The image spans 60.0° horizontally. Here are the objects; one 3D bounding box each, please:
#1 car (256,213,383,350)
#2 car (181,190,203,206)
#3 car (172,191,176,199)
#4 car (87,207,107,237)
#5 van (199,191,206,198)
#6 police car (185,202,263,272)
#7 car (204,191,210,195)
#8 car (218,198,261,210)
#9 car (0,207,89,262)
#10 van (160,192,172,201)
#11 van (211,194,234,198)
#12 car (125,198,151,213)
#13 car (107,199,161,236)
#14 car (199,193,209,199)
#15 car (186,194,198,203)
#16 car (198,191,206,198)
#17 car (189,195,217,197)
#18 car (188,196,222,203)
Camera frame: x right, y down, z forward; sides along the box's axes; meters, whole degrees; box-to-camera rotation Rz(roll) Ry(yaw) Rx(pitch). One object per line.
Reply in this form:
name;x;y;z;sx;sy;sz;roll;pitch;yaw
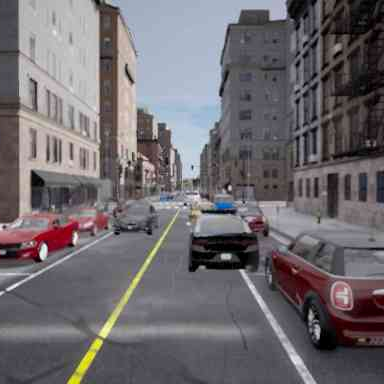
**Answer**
car;2.637;1.392;6.167;1.967;1.590;4.097;0;0;0
car;0.016;0.860;45.951;2.150;2.045;5.566;0;0;0
car;-5.384;0.969;76.500;1.947;1.339;4.313;0;0;0
car;-5.384;1.450;17.192;1.802;1.307;4.206;0;0;0
van;2.714;0.658;87.309;1.690;1.788;3.998;0;0;0
police car;0.827;1.344;10.648;1.930;1.638;5.238;0;0;0
car;2.646;1.056;33.721;2.192;1.841;5.009;0;0;0
car;2.641;1.309;17.189;1.967;1.590;4.097;0;0;0
car;-5.386;1.455;11.681;1.887;1.381;4.507;0;0;0
van;-5.390;0.830;65.686;1.690;1.788;3.998;0;0;0
van;2.644;1.125;28.210;1.690;1.788;3.998;0;0;0
car;-5.379;1.307;33.725;1.947;1.339;4.313;0;0;0
car;-2.843;1.369;17.668;1.837;1.490;4.892;0;1;0
car;2.721;0.954;76.499;2.008;1.369;4.403;0;0;0
car;0.016;1.086;59.388;2.033;1.411;5.357;0;0;0
car;2.710;0.589;92.715;2.192;1.841;5.009;0;0;0
car;0.832;1.251;26.728;1.801;1.575;5.366;0;0;0
car;0.830;1.297;20.728;1.801;1.575;5.366;0;0;0
